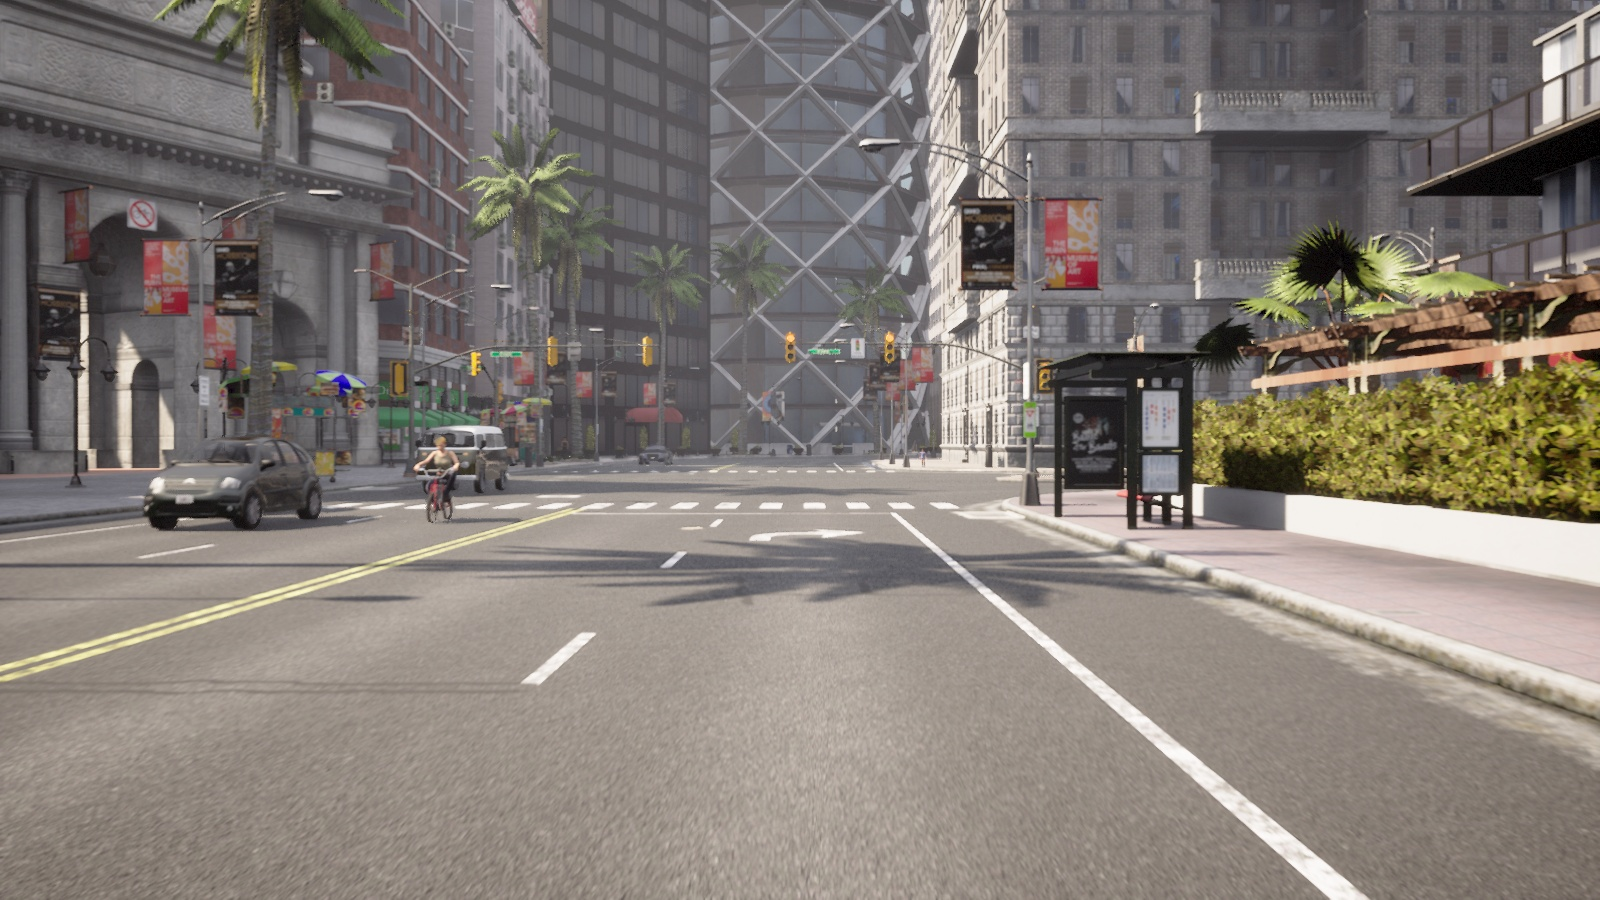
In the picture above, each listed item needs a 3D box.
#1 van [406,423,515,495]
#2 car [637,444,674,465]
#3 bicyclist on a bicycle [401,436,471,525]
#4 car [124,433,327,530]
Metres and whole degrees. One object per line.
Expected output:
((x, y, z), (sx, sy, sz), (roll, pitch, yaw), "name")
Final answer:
((-10.195, 0.247, 38.084), (2.069, 2.038, 4.480), (0, 0, 0), "van")
((-9.832, 0.319, 85.664), (1.994, 1.385, 4.181), (0, 0, 1), "car")
((-6.801, 0.545, 23.542), (0.866, 1.612, 1.509), (0, 0, 1), "bicyclist on a bicycle")
((-10.311, 0.507, 22.902), (1.851, 1.617, 3.988), (0, 0, 0), "car")
